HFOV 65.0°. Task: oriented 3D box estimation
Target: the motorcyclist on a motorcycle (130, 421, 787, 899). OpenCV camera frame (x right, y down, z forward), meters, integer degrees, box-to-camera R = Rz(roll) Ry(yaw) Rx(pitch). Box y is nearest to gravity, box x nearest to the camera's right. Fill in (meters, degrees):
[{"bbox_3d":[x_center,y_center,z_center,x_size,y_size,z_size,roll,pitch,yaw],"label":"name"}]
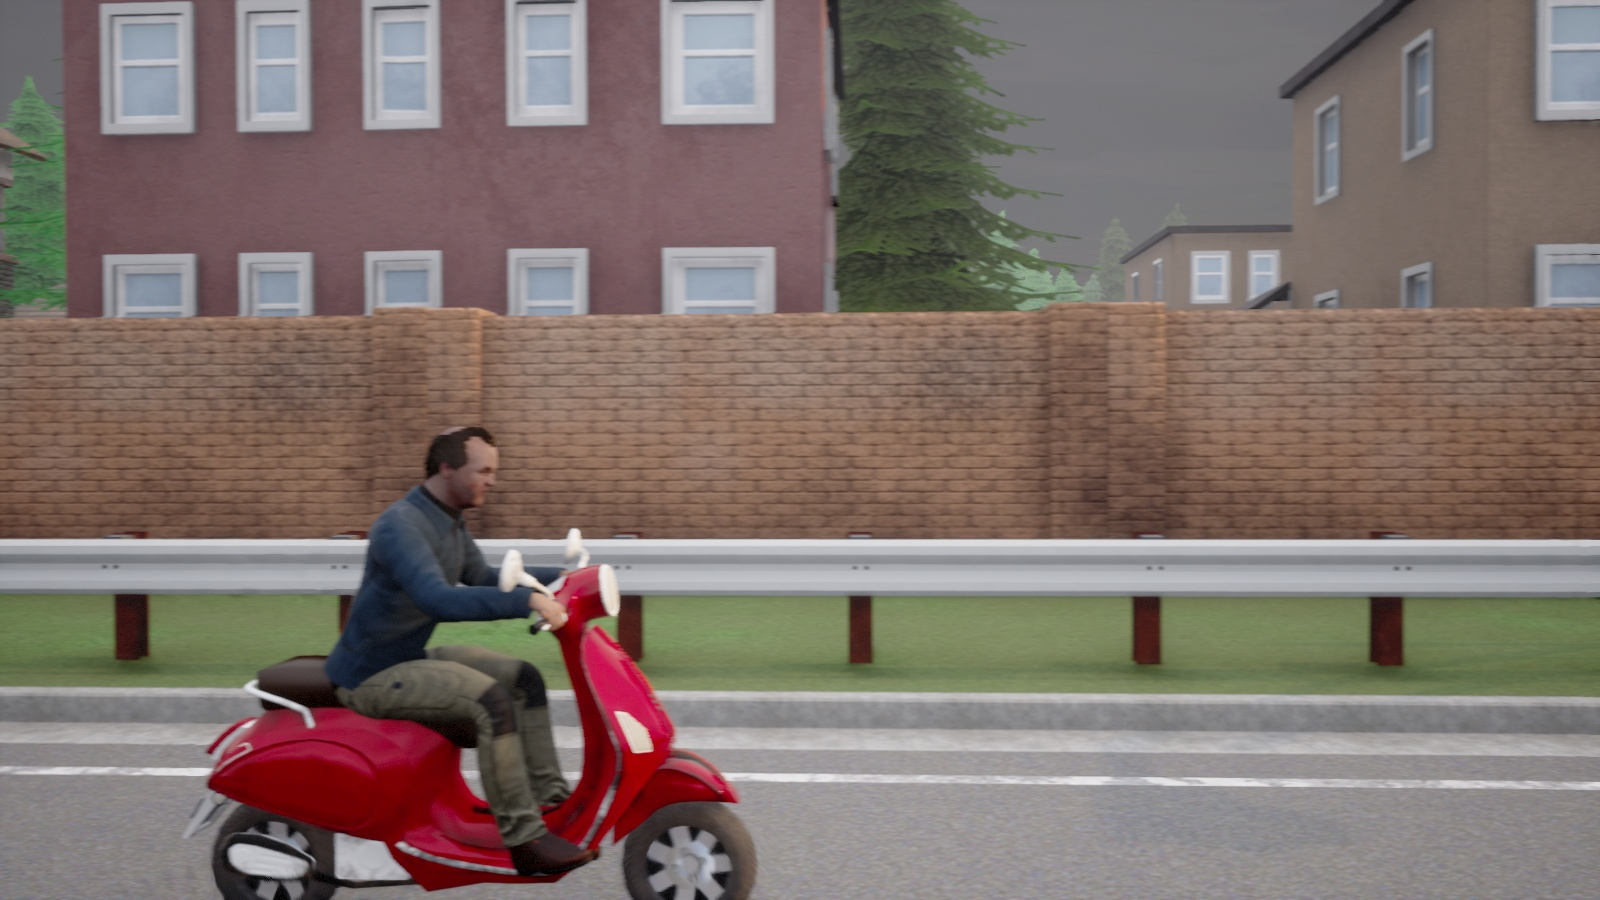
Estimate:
[{"bbox_3d":[-0.977,0.711,3.970,1.817,1.590,0.866,0,1,3],"label":"motorcyclist on a motorcycle"}]
